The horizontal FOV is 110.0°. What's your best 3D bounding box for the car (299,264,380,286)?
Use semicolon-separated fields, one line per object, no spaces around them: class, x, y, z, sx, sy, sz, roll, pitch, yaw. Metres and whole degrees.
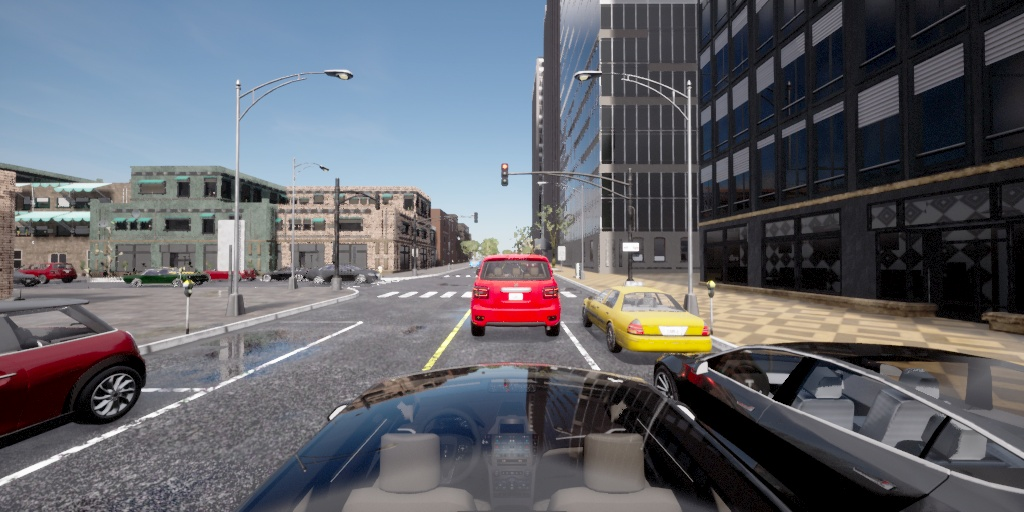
car;-12.050;1.320;25.770;4.902;1.511;2.128;-1;-1;-3

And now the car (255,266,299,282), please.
car;-19.477;1.562;31.458;4.313;1.339;1.948;0;0;1

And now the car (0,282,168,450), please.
car;-5.692;1.190;2.827;1.967;1.591;4.097;0;0;0

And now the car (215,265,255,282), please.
car;-25.025;1.489;31.517;4.097;1.591;1.967;0;0;1

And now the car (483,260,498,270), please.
car;-3.213;1.317;54.608;2.033;1.411;5.357;0;0;0

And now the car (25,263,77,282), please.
car;-41.668;1.522;31.692;5.009;1.841;2.192;0;0;1

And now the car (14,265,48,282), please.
car;-37.284;1.577;25.876;4.892;1.490;1.837;0;-1;1

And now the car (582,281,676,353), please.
car;2.813;1.277;8.605;1.751;1.417;4.829;0;0;0

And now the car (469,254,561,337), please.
car;0.081;0.975;10.480;2.150;2.045;5.566;0;0;0

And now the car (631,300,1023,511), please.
car;2.655;1.316;2.791;1.948;1.339;4.313;0;0;0

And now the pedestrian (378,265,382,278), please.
pedestrian;-12.616;1.399;34.339;0.375;1.300;0.375;0;0;1

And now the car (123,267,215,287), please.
car;-24.650;1.554;25.729;4.718;1.301;1.895;-1;-1;1

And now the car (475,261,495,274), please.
car;-3.193;1.312;43.986;2.033;1.411;5.357;0;0;0
